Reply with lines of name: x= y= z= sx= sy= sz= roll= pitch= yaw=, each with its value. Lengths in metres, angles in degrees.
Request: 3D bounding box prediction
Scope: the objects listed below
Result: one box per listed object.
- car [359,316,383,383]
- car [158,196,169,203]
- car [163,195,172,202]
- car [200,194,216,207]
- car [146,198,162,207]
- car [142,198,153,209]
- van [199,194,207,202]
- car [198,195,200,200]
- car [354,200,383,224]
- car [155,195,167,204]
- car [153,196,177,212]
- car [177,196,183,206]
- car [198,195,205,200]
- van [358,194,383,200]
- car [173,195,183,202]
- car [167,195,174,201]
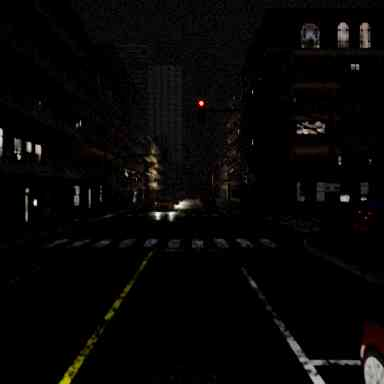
car: x=2.683 y=1.544 z=1.885 sx=1.887 sy=1.381 sz=4.507 roll=0 pitch=0 yaw=0
car: x=-5.743 y=1.593 z=67.468 sx=1.802 sy=1.307 sz=4.206 roll=-1 pitch=0 yaw=0
car: x=-5.750 y=1.544 z=78.353 sx=1.752 sy=1.417 sz=4.829 roll=-1 pitch=0 yaw=0
car: x=2.648 y=1.442 z=50.885 sx=1.967 sy=1.590 sz=4.097 roll=-1 pitch=0 yaw=0
car: x=-5.731 y=1.568 z=50.883 sx=1.947 sy=1.339 sz=4.313 roll=0 pitch=0 yaw=0
car: x=-5.727 y=1.550 z=45.356 sx=2.008 sy=1.369 sz=4.403 roll=0 pitch=0 yaw=0
van: x=2.628 y=1.360 z=78.524 sx=1.690 sy=1.788 sz=3.998 roll=-1 pitch=0 yaw=0
car: x=2.638 y=1.562 z=67.468 sx=2.008 sy=1.369 sz=4.403 roll=-1 pitch=0 yaw=0
car: x=13.627 y=1.368 z=21.832 sx=4.718 sy=1.301 sz=1.895 roll=-1 pitch=0 yaw=1
car: x=-5.740 y=1.448 z=61.940 sx=1.967 sy=1.590 sz=4.097 roll=-1 pitch=0 yaw=0
car: x=-3.125 y=1.475 z=39.617 sx=1.882 sy=1.535 sz=5.008 roll=0 pitch=0 yaw=0
car: x=-3.122 y=1.552 z=56.752 sx=2.033 sy=1.411 sz=5.357 roll=0 pitch=0 yaw=0
car: x=2.619 y=1.580 z=95.108 sx=1.887 sy=1.381 sz=4.507 roll=-1 pitch=0 yaw=0
van: x=15.624 y=1.029 z=27.465 sx=3.998 sy=1.788 sz=1.690 roll=-1 pitch=1 yaw=-1
car: x=-3.049 y=1.430 z=73.107 sx=1.895 sy=1.301 sz=4.718 roll=0 pitch=0 yaw=0
car: x=-5.757 y=1.611 z=89.579 sx=1.802 sy=1.307 sz=4.206 roll=-1 pitch=0 yaw=0
